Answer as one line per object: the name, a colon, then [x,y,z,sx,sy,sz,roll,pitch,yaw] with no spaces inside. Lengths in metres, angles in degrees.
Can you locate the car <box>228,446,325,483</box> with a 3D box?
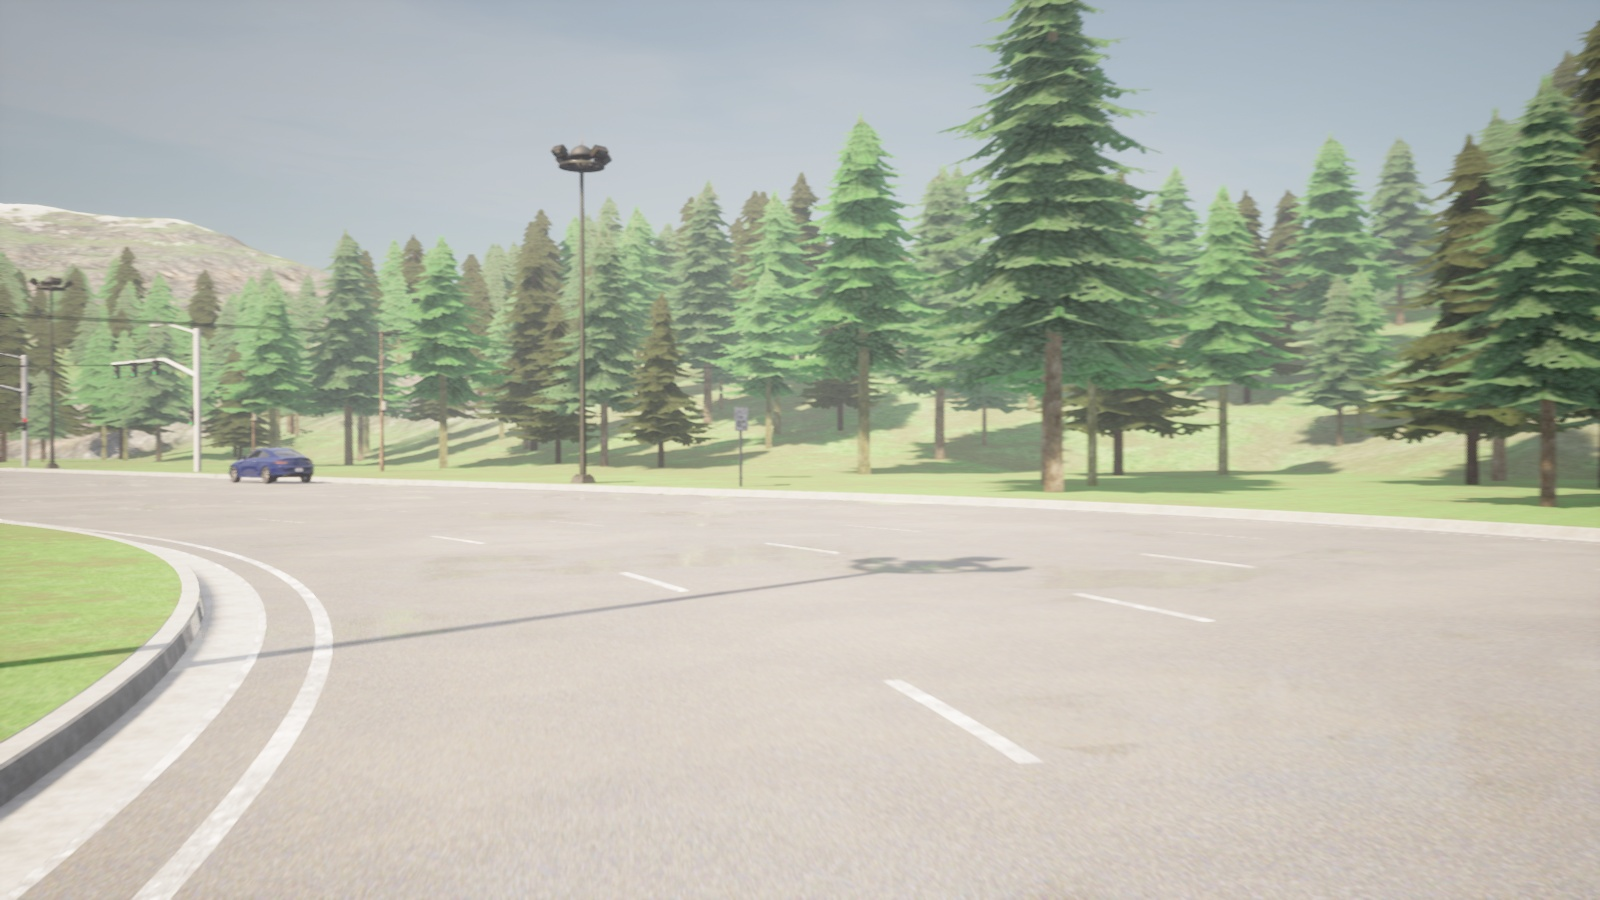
car: [-21.500,0.572,51.483,4.674,1.442,1.812,0,0,42]
